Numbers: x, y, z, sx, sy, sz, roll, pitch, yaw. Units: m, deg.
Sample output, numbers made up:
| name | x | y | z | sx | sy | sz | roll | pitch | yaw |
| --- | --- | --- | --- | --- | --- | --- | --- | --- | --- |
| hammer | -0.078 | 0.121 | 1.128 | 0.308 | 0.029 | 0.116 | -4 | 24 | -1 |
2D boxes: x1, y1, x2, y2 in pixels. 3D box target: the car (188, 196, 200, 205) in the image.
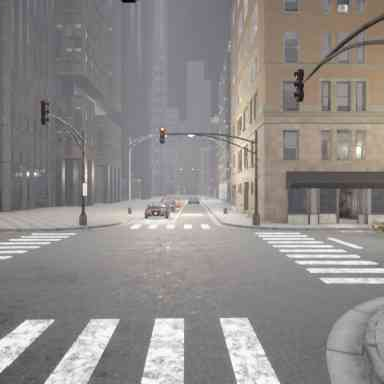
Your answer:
| name | x | y | z | sx | sy | sz | roll | pitch | yaw |
| --- | --- | --- | --- | --- | --- | --- | --- | --- | --- |
| car | 0.339 | 1.569 | 59.919 | 1.994 | 1.385 | 4.181 | 0 | 0 | 0 |

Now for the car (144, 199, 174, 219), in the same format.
| name | x | y | z | sx | sy | sz | roll | pitch | yaw |
| --- | --- | --- | --- | --- | --- | --- | --- | --- | --- |
| car | -2.978 | 1.573 | 29.390 | 1.994 | 1.385 | 4.181 | 0 | 0 | 0 |

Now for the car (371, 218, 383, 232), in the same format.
| name | x | y | z | sx | sy | sz | roll | pitch | yaw |
| --- | --- | --- | --- | --- | --- | --- | --- | --- | --- |
| car | 12.186 | 1.519 | 17.694 | 4.829 | 1.417 | 1.752 | 0 | 0 | -1 |

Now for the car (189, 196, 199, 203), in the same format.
| name | x | y | z | sx | sy | sz | roll | pitch | yaw |
| --- | --- | --- | --- | --- | --- | --- | --- | --- | --- |
| car | 0.375 | 1.545 | 69.869 | 1.994 | 1.385 | 4.181 | 0 | 0 | 0 |

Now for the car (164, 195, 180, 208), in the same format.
| name | x | y | z | sx | sy | sz | roll | pitch | yaw |
| --- | --- | --- | --- | --- | --- | --- | --- | --- | --- |
| car | -2.887 | 1.368 | 49.143 | 2.097 | 1.767 | 4.553 | 0 | 0 | 0 |

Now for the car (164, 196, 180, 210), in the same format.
| name | x | y | z | sx | sy | sz | roll | pitch | yaw |
| --- | --- | --- | --- | --- | --- | --- | --- | --- | --- |
| car | -2.932 | 1.505 | 39.244 | 2.128 | 1.511 | 4.902 | 0 | 0 | 0 |
